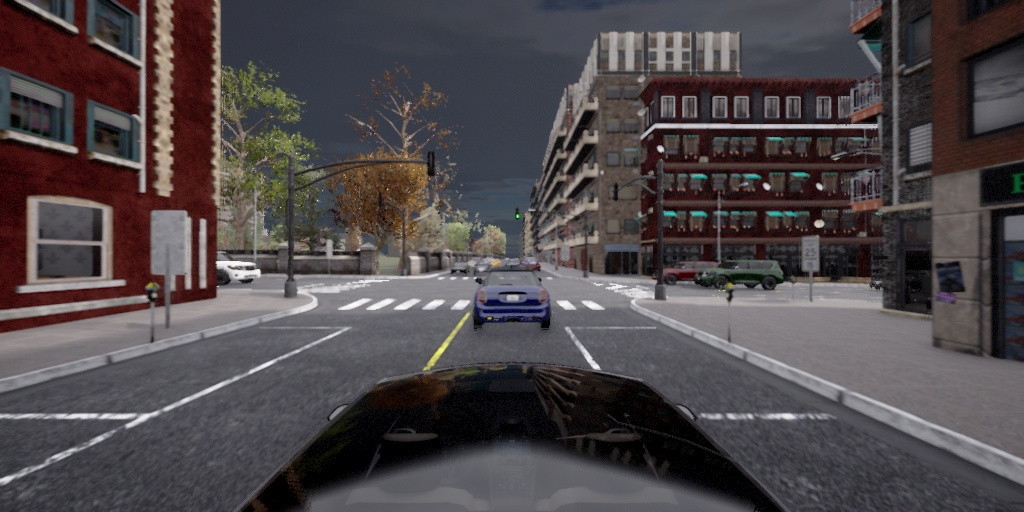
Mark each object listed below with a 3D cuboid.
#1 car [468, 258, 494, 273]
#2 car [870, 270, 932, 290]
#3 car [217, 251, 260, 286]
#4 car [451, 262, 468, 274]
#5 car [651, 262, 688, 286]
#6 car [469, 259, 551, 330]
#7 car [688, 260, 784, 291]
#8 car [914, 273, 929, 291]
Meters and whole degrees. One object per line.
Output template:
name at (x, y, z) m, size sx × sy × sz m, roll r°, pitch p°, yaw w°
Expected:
car at (-3.080, 1.227, 38.626) m, size 2.128 × 1.511 × 4.902 m, roll 0°, pitch 0°, yaw 0°
car at (28.091, 1.766, 25.143) m, size 4.902 × 1.511 × 2.128 m, roll 1°, pitch 0°, yaw 0°
car at (-18.345, 0.653, 21.547) m, size 5.566 × 2.045 × 2.150 m, roll 1°, pitch 0°, yaw 1°
car at (-5.677, 1.301, 39.948) m, size 1.948 × 1.339 × 4.313 m, roll 0°, pitch 0°, yaw 0°
car at (13.458, 1.333, 27.601) m, size 5.009 × 1.841 × 2.192 m, roll 0°, pitch 0°, yaw -1°
car at (-0.099, 1.095, 11.337) m, size 2.097 × 1.767 × 4.553 m, roll 0°, pitch 0°, yaw -3°
car at (15.769, 1.273, 25.040) m, size 5.566 × 2.045 × 2.150 m, roll 1°, pitch 0°, yaw -1°
car at (24.962, 1.783, 19.358) m, size 4.207 × 1.307 × 1.802 m, roll 0°, pitch 0°, yaw -1°
